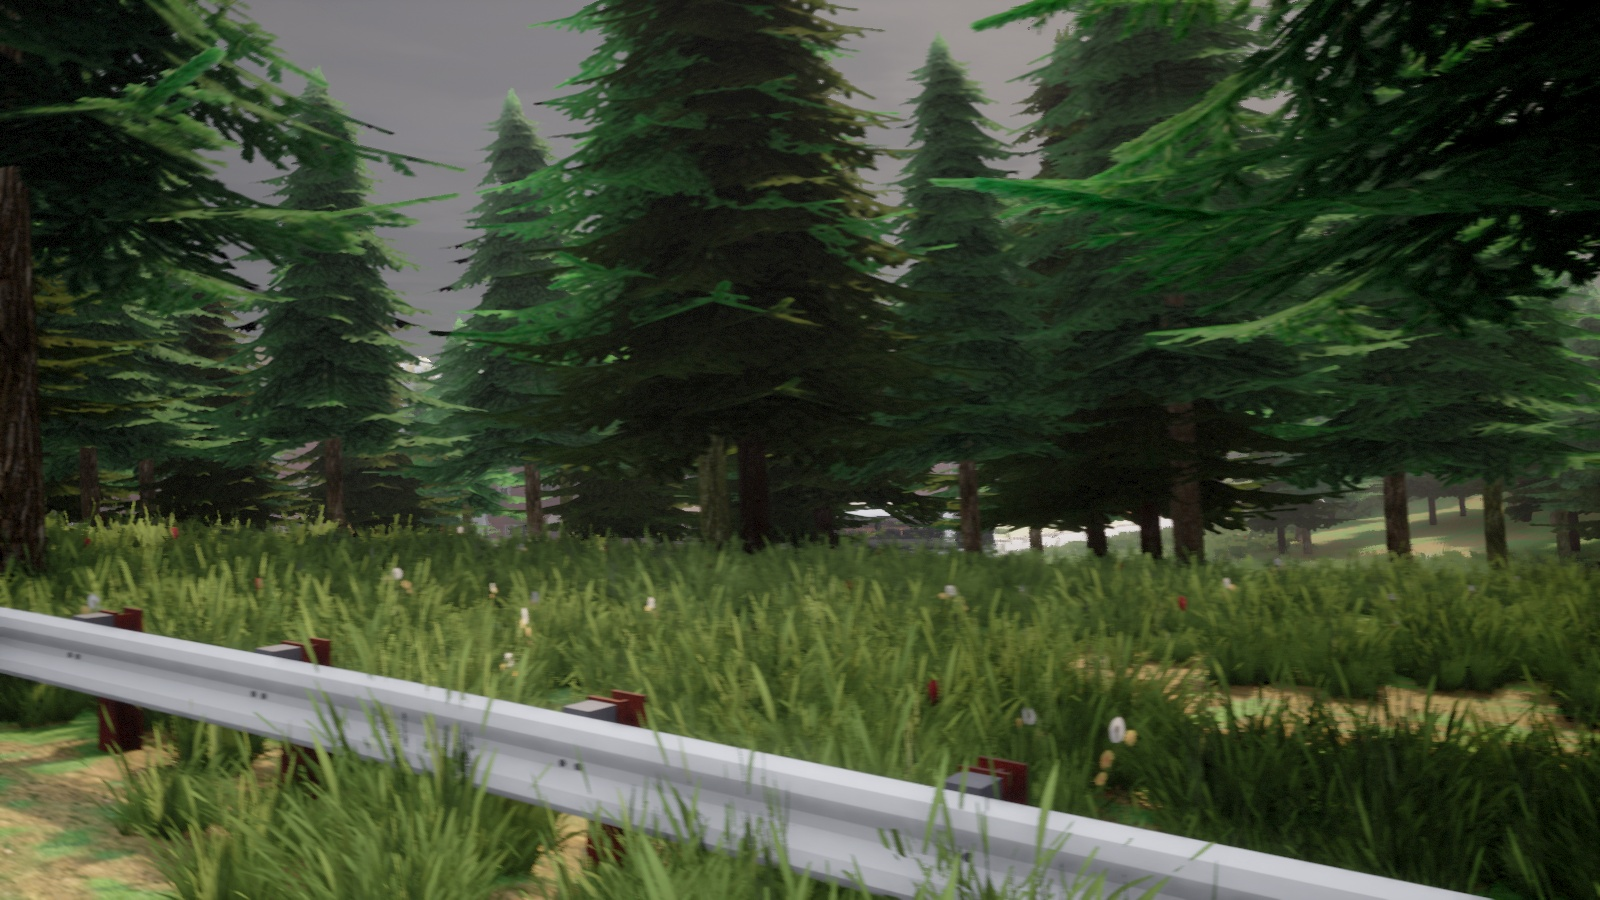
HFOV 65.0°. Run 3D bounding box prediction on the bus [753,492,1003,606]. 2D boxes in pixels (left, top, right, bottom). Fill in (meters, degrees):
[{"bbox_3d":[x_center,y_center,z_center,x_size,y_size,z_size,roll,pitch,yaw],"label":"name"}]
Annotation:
[{"bbox_3d":[3.143,4.296,54.027,10.273,4.253,3.944,-6,-2,42],"label":"bus"}]
